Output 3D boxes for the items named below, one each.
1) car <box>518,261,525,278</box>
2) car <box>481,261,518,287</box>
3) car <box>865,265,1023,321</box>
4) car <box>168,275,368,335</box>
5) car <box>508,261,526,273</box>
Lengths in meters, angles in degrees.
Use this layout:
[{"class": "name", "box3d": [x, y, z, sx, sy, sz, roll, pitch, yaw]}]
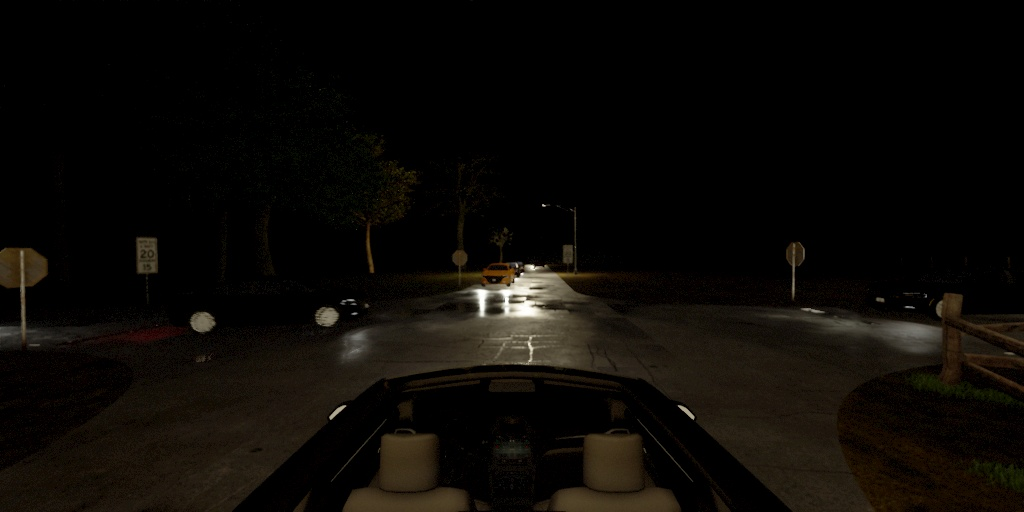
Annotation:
[{"class": "car", "box3d": [-0.069, 1.347, 35.499, 2.033, 1.411, 5.357, 0, 0, 4]}, {"class": "car", "box3d": [-0.880, 1.252, 24.994, 1.882, 1.535, 5.008, 0, 0, 5]}, {"class": "car", "box3d": [13.804, 1.045, 10.885, 5.008, 1.535, 1.882, -1, 1, 3]}, {"class": "car", "box3d": [-6.978, 1.317, 10.675, 5.008, 1.535, 1.882, -1, 1, -10]}, {"class": "car", "box3d": [0.726, 1.387, 46.129, 2.033, 1.411, 5.357, 0, 0, 5]}]
